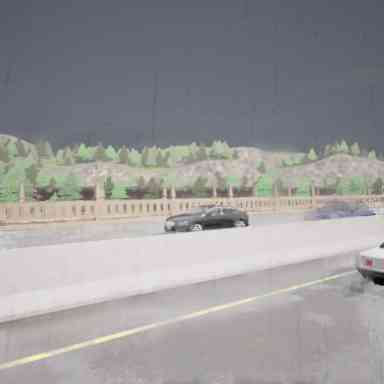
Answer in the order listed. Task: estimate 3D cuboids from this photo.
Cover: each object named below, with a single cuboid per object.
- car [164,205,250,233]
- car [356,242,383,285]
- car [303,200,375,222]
[{"bbox_3d":[0.877,1.442,17.509,4.902,1.511,2.128,0,0,-35],"label":"car"},{"bbox_3d":[6.074,1.557,8.084,4.718,1.301,1.895,0,0,-36],"label":"car"},{"bbox_3d":[8.177,1.273,18.412,4.553,1.767,2.097,0,0,-35],"label":"car"}]
